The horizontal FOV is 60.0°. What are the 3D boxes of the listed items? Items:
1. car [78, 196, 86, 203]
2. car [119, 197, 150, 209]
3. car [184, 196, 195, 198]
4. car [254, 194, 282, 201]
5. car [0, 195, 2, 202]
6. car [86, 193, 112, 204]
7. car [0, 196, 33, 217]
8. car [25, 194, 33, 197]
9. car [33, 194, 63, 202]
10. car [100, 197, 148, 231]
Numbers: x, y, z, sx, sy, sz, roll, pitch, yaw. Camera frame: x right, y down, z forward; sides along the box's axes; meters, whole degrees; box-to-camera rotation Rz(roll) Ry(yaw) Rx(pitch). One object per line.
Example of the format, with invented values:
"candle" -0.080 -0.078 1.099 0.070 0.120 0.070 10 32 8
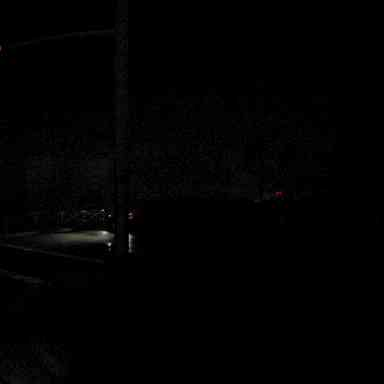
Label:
"car" -18.474 1.077 60.365 1.905 1.878 3.866 0 0 35
"car" -7.499 1.384 43.836 1.970 1.475 3.806 0 0 35
"car" -0.778 1.374 48.169 1.845 1.501 3.633 0 0 35
"car" 8.422 1.221 37.051 2.150 2.045 5.566 0 0 35
"car" -41.402 1.298 67.569 2.007 1.523 4.514 0 0 35
"car" -15.864 1.097 59.022 1.932 1.855 4.605 0 0 35
"car" -15.817 1.339 26.918 2.007 1.523 4.514 0 0 35
"car" -34.339 1.232 71.204 1.970 1.475 3.806 0 0 35
"car" -28.915 1.153 67.759 2.152 1.636 5.027 0 0 35
"car" -3.056 1.352 20.569 2.097 1.767 4.553 0 0 35
